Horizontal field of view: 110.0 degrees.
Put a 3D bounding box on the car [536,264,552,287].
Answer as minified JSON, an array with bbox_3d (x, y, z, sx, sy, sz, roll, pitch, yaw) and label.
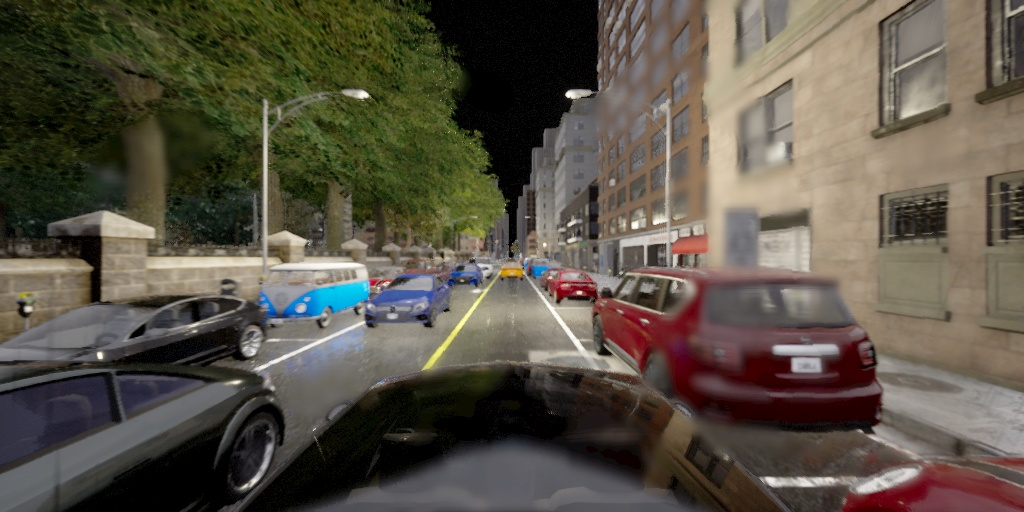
[{"bbox_3d":[2.668,1.372,21.858,1.802,1.307,4.207,0,0,0],"label":"car"}]

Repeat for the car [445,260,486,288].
[{"bbox_3d":[-3.084,1.272,24.758,1.882,1.535,5.008,0,0,0],"label":"car"}]

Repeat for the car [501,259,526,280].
[{"bbox_3d":[0.008,1.286,31.833,1.882,1.535,5.008,0,0,0],"label":"car"}]

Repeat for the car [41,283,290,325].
[{"bbox_3d":[-5.857,1.323,5.650,1.948,1.339,4.313,0,0,0],"label":"car"}]

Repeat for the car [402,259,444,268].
[{"bbox_3d":[-5.858,1.103,21.872,2.192,1.841,5.009,0,0,0],"label":"car"}]

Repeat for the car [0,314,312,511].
[{"bbox_3d":[-3.094,1.313,1.604,1.994,1.385,4.181,0,0,0],"label":"car"}]

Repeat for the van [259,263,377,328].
[{"bbox_3d":[-5.857,1.108,11.057,1.690,1.789,3.998,0,0,0],"label":"van"}]

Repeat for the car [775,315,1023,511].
[{"bbox_3d":[2.668,1.187,0.225,1.967,1.591,4.097,0,0,0],"label":"car"}]

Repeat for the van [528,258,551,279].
[{"bbox_3d":[2.667,1.151,32.675,1.690,1.789,3.998,0,0,0],"label":"van"}]

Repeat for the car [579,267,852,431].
[{"bbox_3d":[2.668,1.073,5.633,2.192,1.841,5.009,0,0,0],"label":"car"}]

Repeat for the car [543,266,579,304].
[{"bbox_3d":[2.668,1.324,16.450,1.888,1.381,4.507,0,0,0],"label":"car"}]

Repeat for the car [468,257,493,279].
[{"bbox_3d":[-3.001,1.112,33.596,2.150,2.045,5.566,0,0,0],"label":"car"}]

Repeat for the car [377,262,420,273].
[{"bbox_3d":[-5.858,1.218,16.465,1.967,1.591,4.097,0,0,0],"label":"car"}]

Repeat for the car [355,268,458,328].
[{"bbox_3d":[-3.101,1.295,11.596,1.812,1.442,4.674,0,0,0],"label":"car"}]

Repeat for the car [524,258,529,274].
[{"bbox_3d":[2.667,1.136,38.083,2.192,1.841,5.009,0,0,0],"label":"car"}]
